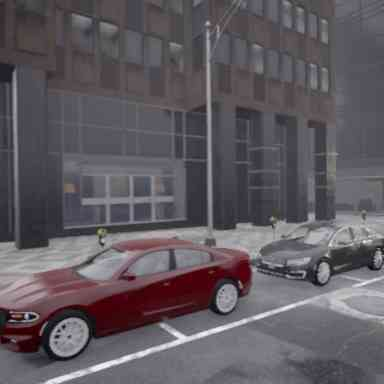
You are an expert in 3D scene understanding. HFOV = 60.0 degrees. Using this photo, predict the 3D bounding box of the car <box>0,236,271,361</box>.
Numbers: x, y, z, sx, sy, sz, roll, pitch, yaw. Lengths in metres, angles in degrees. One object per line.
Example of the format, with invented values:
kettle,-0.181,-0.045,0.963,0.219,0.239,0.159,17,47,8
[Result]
car,-0.909,1.535,5.894,4.507,1.381,1.887,0,0,-35

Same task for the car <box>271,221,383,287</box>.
car,3.671,1.520,9.159,4.403,1.369,2.008,0,0,-35
